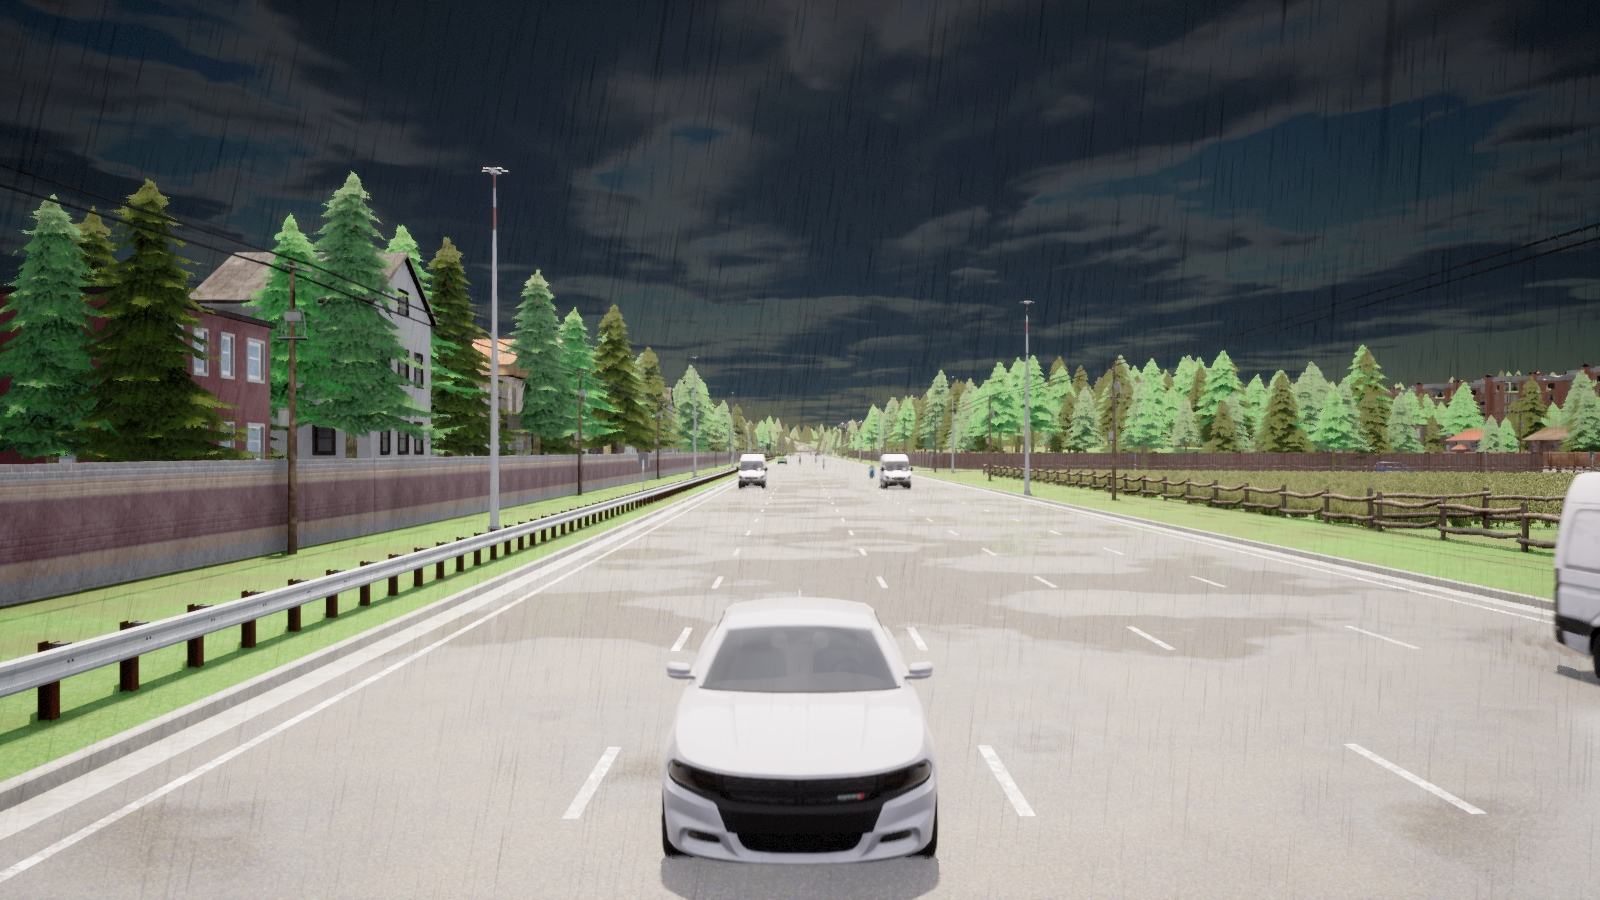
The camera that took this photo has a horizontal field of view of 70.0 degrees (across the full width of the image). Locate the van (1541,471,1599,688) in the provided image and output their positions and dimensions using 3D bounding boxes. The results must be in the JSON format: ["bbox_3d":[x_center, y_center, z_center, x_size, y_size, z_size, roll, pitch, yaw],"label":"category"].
[{"bbox_3d":[10.495,1.543,11.680,1.988,2.561,5.915,0,0,0],"label":"van"}]

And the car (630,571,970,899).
[{"bbox_3d":[-0.002,2.041,9.552,2.097,1.535,5.006,0,0,0],"label":"car"}]
